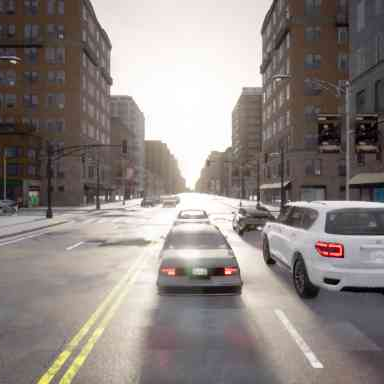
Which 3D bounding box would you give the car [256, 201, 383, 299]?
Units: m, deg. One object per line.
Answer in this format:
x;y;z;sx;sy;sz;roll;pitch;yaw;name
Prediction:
3.342;1.222;8.598;2.150;2.045;5.566;0;0;0;car

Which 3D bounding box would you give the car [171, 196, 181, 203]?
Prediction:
-3.312;1.531;69.950;2.033;1.411;5.357;0;0;0;car

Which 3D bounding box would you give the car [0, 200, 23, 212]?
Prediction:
-22.157;1.580;38.291;4.313;1.339;1.947;0;0;0;car

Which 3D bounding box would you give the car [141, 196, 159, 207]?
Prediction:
-6.640;1.502;50.679;1.837;1.490;4.892;0;0;0;car

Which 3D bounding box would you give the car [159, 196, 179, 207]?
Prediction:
-3.390;1.475;50.446;1.882;1.535;5.008;0;0;0;car

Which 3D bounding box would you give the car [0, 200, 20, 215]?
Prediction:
-19.740;1.485;32.793;4.902;1.511;2.128;0;0;0;car

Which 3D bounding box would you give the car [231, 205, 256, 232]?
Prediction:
3.335;1.505;18.455;1.837;1.490;4.892;0;0;1;car

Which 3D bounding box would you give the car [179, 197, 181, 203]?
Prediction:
-3.382;1.559;59.587;1.994;1.385;4.181;0;0;0;car

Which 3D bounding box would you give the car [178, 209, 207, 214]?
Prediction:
0.069;1.601;18.426;1.895;1.301;4.718;0;0;2;car

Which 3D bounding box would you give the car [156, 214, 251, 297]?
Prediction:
0.080;1.548;8.777;2.033;1.411;5.357;0;0;-2;car

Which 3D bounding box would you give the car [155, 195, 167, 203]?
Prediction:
-6.562;1.516;70.277;2.128;1.511;4.902;0;0;0;car
